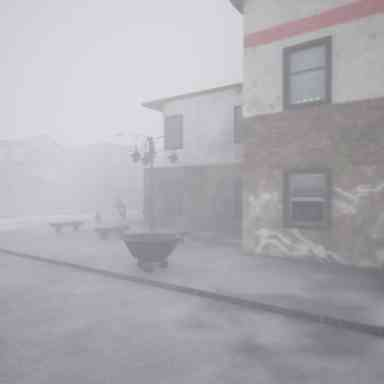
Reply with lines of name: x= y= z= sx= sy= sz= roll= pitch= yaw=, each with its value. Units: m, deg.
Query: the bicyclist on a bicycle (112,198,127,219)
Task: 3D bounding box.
bicyclist on a bicycle: x=-5.665 y=1.301 z=25.882 sx=1.656 sy=1.620 sz=0.582 roll=0 pitch=0 yaw=35
